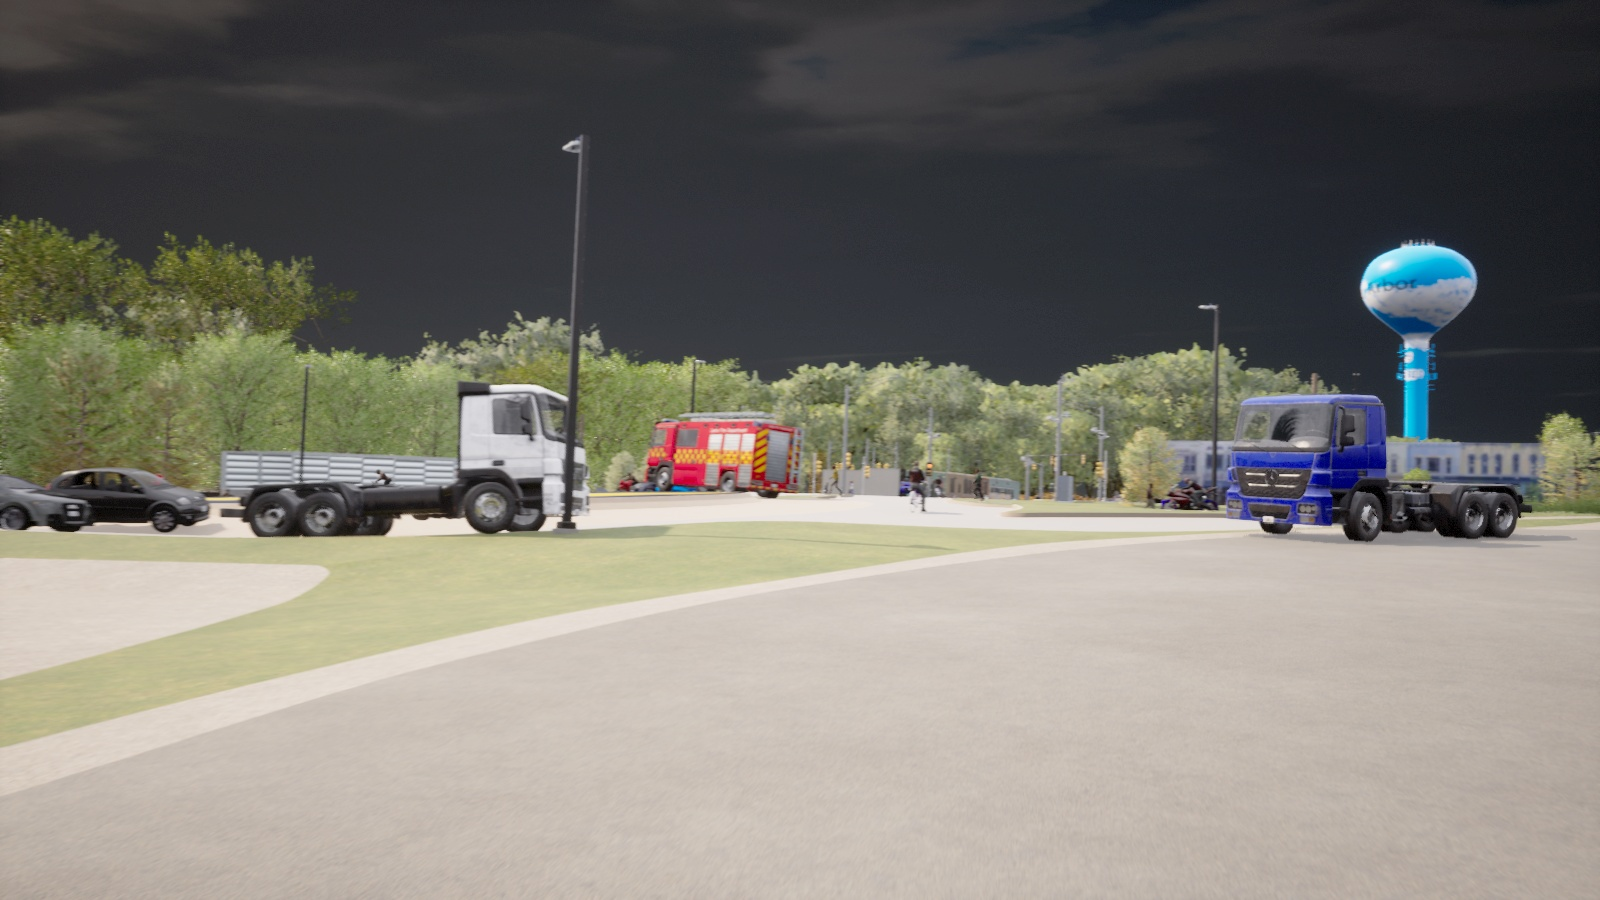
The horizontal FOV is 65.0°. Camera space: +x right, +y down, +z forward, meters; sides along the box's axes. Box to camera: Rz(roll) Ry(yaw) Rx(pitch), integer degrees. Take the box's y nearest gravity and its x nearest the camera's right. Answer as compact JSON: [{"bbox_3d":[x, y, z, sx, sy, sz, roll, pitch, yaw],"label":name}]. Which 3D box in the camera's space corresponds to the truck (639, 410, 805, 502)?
[{"bbox_3d":[-3.819,0.303,59.171,2.891,3.827,8.468,9,-6,-41],"label":"truck"}]

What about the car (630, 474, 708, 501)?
[{"bbox_3d":[-7.753,2.222,74.389,4.193,1.474,1.816,0,0,-29],"label":"car"}]

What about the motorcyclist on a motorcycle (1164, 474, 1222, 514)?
[{"bbox_3d":[15.668,1.768,50.036,2.191,1.530,0.866,0,-3,18],"label":"motorcyclist on a motorcycle"}]

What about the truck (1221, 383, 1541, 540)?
[{"bbox_3d":[14.310,0.283,30.760,7.936,3.462,2.891,1,0,-28],"label":"truck"}]

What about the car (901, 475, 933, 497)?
[{"bbox_3d":[8.190,2.526,87.743,1.816,1.474,4.193,1,-2,10],"label":"car"}]

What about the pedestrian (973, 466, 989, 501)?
[{"bbox_3d":[10.147,1.868,70.363,0.788,1.949,0.423,1,-3,20],"label":"pedestrian"}]

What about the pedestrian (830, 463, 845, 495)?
[{"bbox_3d":[2.155,1.674,72.130,0.726,1.835,0.370,1,-3,9],"label":"pedestrian"}]

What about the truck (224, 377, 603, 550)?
[{"bbox_3d":[-8.936,0.420,29.503,7.936,3.462,2.891,-3,-4,5],"label":"truck"}]

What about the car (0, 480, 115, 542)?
[{"bbox_3d":[-18.874,1.418,29.775,4.181,1.385,1.994,1,-3,6],"label":"car"}]

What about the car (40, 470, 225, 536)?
[{"bbox_3d":[-17.870,1.412,33.773,3.988,1.617,1.851,0,2,-5],"label":"car"}]
